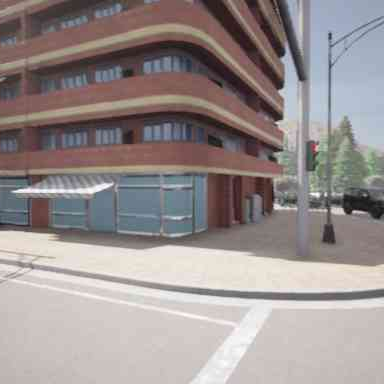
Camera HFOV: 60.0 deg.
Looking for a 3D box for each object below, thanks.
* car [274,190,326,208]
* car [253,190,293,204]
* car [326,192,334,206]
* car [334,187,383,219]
[{"bbox_3d":[10.603,0.615,32.962,2.097,1.767,4.553,0,1,-20],"label":"car"},{"bbox_3d":[10.072,0.588,41.739,1.837,1.490,4.892,-1,1,-33],"label":"car"},{"bbox_3d":[14.523,0.759,32.518,2.128,1.511,4.902,0,1,-18],"label":"car"},{"bbox_3d":[12.613,0.681,23.238,2.150,2.045,5.566,0,1,-5],"label":"car"}]
